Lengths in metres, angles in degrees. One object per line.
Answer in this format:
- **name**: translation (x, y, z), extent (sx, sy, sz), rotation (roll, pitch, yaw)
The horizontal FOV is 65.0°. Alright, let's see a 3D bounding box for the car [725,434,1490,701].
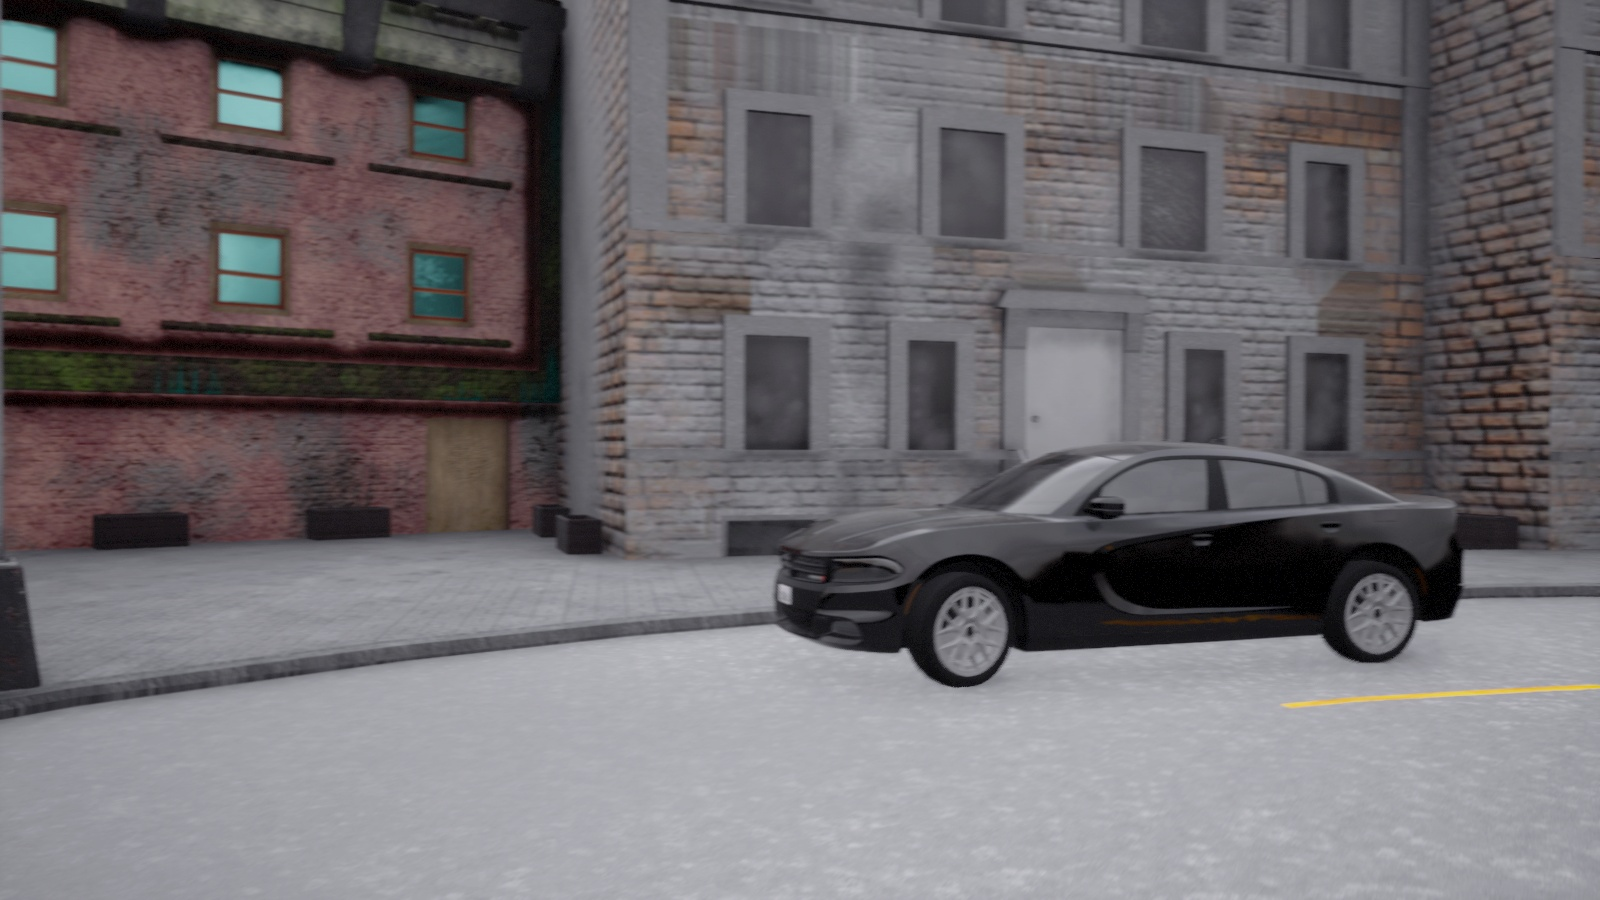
- **car**: translation (2.141, 0.682, 8.889), extent (5.008, 1.535, 1.882), rotation (0, 0, -18)
